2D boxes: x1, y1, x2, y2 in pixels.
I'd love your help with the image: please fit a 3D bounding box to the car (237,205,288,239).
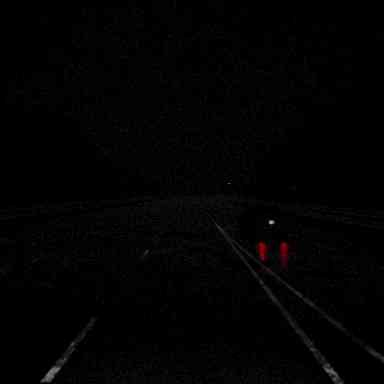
[{"bbox_3d":[3.691,1.516,17.962,2.033,1.649,4.856,0,0,-2],"label":"car"}]
